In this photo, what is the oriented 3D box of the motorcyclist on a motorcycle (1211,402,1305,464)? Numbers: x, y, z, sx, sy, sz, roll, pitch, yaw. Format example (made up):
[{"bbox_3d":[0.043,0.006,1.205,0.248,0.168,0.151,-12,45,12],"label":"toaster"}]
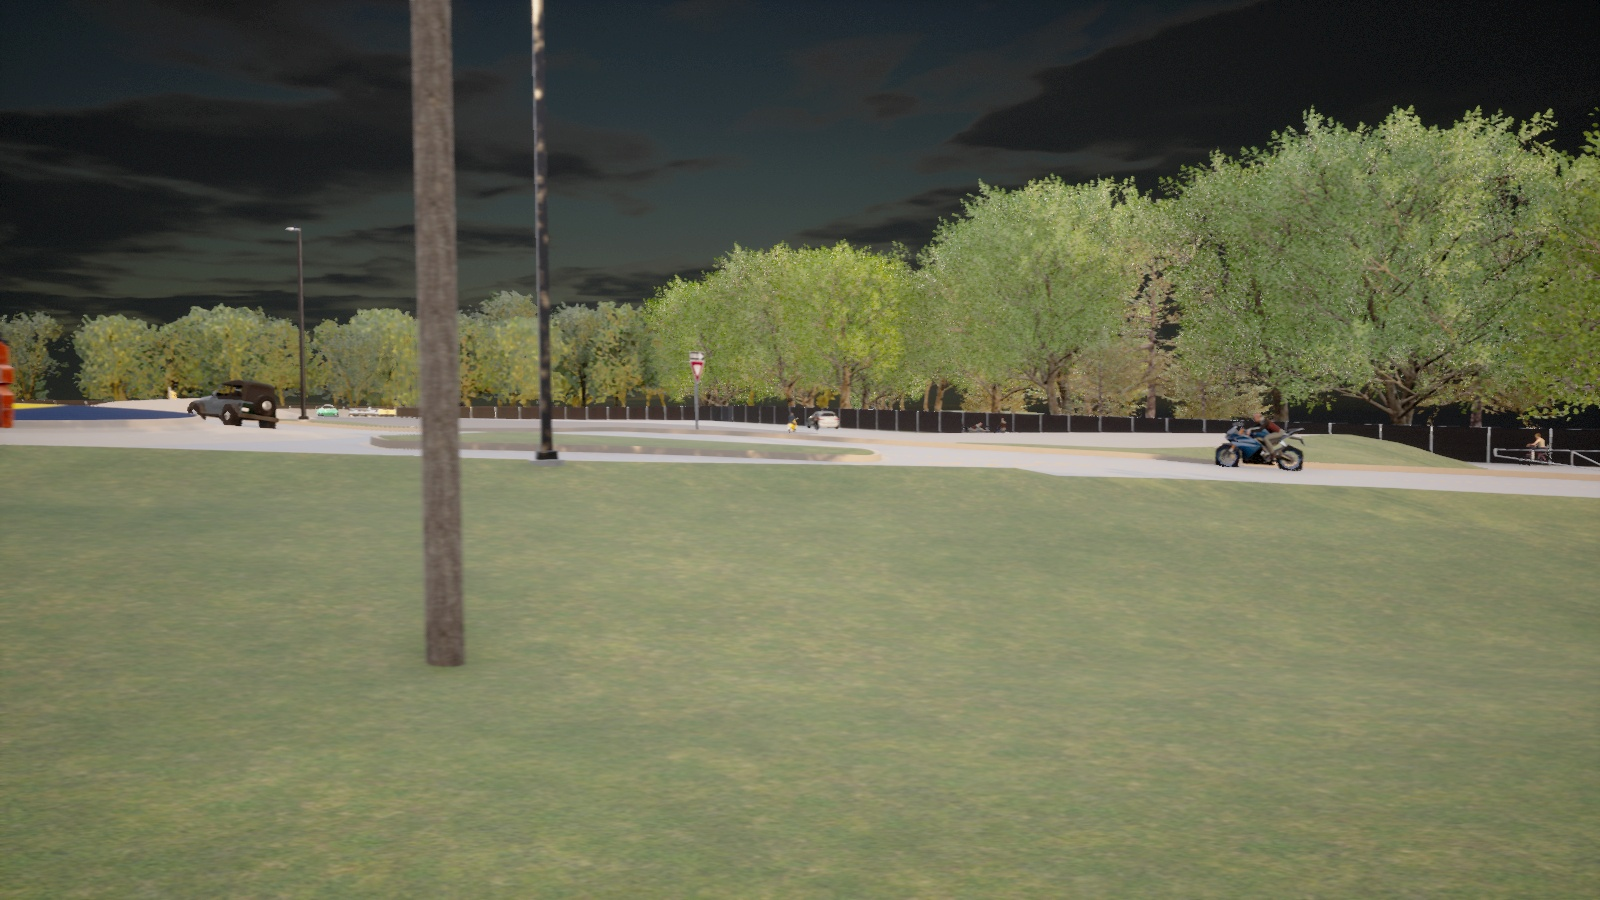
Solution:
[{"bbox_3d":[12.017,-0.463,33.034,2.191,1.530,0.866,2,2,14],"label":"motorcyclist on a motorcycle"}]

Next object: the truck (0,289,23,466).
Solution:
[{"bbox_3d":[-18.737,-1.338,22.283,2.891,3.462,7.936,1,2,30],"label":"truck"}]

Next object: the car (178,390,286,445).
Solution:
[{"bbox_3d":[-22.279,-1.295,49.202,3.866,1.878,1.905,2,-4,33],"label":"car"}]

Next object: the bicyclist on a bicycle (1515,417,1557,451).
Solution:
[{"bbox_3d":[35.449,-0.770,60.527,0.866,1.612,1.509,-3,2,-26],"label":"bicyclist on a bicycle"}]
